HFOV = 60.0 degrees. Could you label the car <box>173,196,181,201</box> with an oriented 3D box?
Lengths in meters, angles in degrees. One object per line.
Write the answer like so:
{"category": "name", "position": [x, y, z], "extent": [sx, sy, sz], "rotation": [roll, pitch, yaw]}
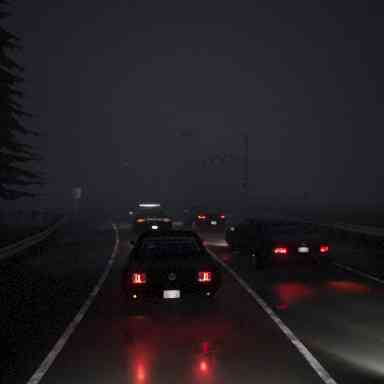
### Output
{"category": "car", "position": [-1.622, 1.491, 65.855], "extent": [4.902, 1.511, 2.128], "rotation": [0, 0, -20]}

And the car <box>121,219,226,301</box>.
{"category": "car", "position": [-0.606, 1.601, 8.357], "extent": [1.895, 1.301, 4.718], "rotation": [0, 0, -6]}

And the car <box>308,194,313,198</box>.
{"category": "car", "position": [26.328, 1.355, 76.437], "extent": [4.553, 1.767, 2.097], "rotation": [0, 0, -23]}

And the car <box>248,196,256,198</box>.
{"category": "car", "position": [12.505, 1.524, 71.094], "extent": [4.674, 1.442, 1.812], "rotation": [0, 0, -21]}

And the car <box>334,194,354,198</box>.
{"category": "car", "position": [33.829, 1.524, 72.351], "extent": [4.674, 1.442, 1.812], "rotation": [0, 0, -27]}

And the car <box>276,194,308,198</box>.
{"category": "car", "position": [19.973, 1.500, 66.426], "extent": [4.892, 1.490, 1.837], "rotation": [0, 0, -21]}

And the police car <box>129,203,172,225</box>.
{"category": "police car", "position": [-2.277, 1.425, 17.821], "extent": [1.930, 1.638, 5.238], "rotation": [0, 0, -13]}

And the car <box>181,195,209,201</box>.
{"category": "car", "position": [0.934, 1.353, 63.094], "extent": [4.553, 1.767, 2.097], "rotation": [0, 0, -21]}

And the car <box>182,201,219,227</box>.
{"category": "car", "position": [0.666, 1.526, 20.513], "extent": [1.812, 1.442, 4.674], "rotation": [0, 0, -13]}

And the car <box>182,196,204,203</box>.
{"category": "car", "position": [0.291, 1.553, 70.236], "extent": [4.181, 1.385, 1.994], "rotation": [0, 0, -21]}

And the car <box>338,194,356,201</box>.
{"category": "car", "position": [39.204, 1.355, 84.179], "extent": [4.553, 1.767, 2.097], "rotation": [0, 0, -35]}

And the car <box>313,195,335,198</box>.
{"category": "car", "position": [30.486, 1.540, 74.532], "extent": [5.357, 1.411, 2.033], "rotation": [0, 0, -23]}

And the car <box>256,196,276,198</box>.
{"category": "car", "position": [16.246, 1.524, 68.763], "extent": [4.674, 1.442, 1.812], "rotation": [0, 0, -21]}

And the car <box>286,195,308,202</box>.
{"category": "car", "position": [25.203, 1.500, 79.772], "extent": [4.892, 1.490, 1.837], "rotation": [0, 0, -23]}

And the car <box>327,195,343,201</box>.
{"category": "car", "position": [37.583, 1.516, 87.337], "extent": [4.181, 1.385, 1.994], "rotation": [0, 0, -39]}

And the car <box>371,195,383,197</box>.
{"category": "car", "position": [46.475, 1.471, 81.106], "extent": [5.008, 1.535, 1.882], "rotation": [0, 0, -39]}

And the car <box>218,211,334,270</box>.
{"category": "car", "position": [2.535, 1.547, 11.113], "extent": [2.033, 1.411, 5.357], "rotation": [0, 0, -8]}

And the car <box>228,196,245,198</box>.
{"category": "car", "position": [7.321, 1.564, 61.755], "extent": [4.181, 1.385, 1.994], "rotation": [0, 0, -20]}

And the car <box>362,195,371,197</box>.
{"category": "car", "position": [43.816, 1.536, 83.437], "extent": [5.357, 1.411, 2.033], "rotation": [0, 0, -39]}

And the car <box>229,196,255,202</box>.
{"category": "car", "position": [11.100, 1.540, 74.305], "extent": [5.357, 1.411, 2.033], "rotation": [0, 0, -21]}
